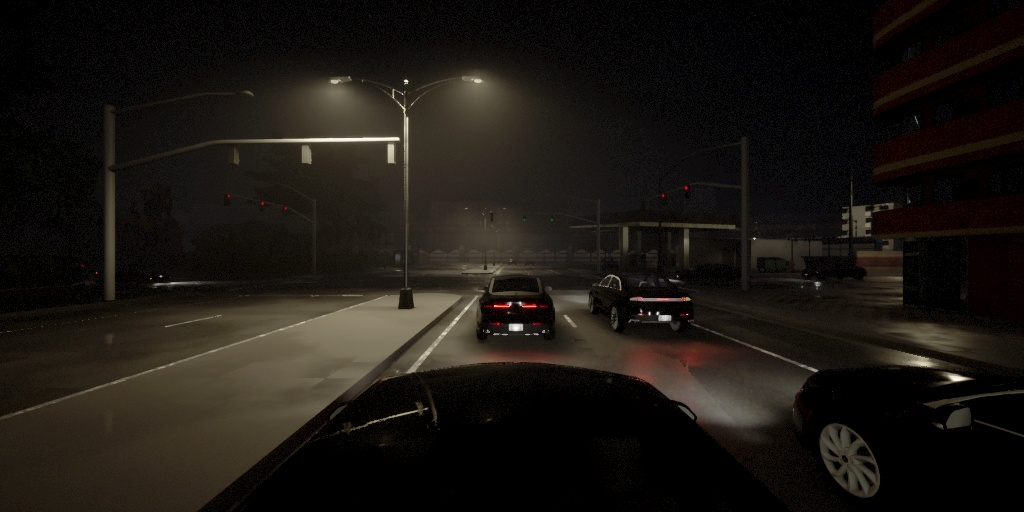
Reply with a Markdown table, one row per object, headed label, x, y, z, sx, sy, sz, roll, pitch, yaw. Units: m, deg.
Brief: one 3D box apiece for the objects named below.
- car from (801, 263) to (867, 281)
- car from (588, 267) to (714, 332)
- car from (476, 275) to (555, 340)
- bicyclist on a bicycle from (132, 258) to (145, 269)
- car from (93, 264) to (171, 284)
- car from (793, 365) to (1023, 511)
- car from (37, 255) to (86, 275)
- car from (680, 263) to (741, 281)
| label | x | y | z | sx | sy | sz | roll | pitch | yaw |
| --- | --- | --- | --- | --- | --- | --- | --- | --- | --- |
| car | 26.885 | 1.276 | 29.966 | 4.674 | 1.442 | 1.812 | 0 | 0 | -1 |
| car | 3.605 | 1.242 | 10.833 | 2.128 | 1.511 | 4.902 | 0 | 0 | 0 |
| car | 0.098 | 1.255 | 9.979 | 1.837 | 1.490 | 4.892 | 0 | 0 | 0 |
| bicyclist on a bicycle | -38.217 | 1.053 | 36.720 | 0.582 | 1.620 | 1.656 | 0 | 0 | 0 |
| car | -27.753 | 1.314 | 26.298 | 4.181 | 1.385 | 1.994 | 0 | 0 | 0 |
| car | 3.600 | 1.255 | 1.425 | 1.837 | 1.490 | 4.892 | 0 | 0 | 0 |
| car | -39.232 | 0.971 | 29.931 | 5.566 | 2.045 | 2.150 | 0 | 0 | 0 |
| car | 16.413 | 1.297 | 29.820 | 5.357 | 1.411 | 2.033 | 0 | 0 | -1 |
